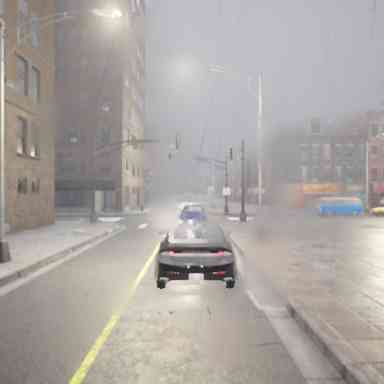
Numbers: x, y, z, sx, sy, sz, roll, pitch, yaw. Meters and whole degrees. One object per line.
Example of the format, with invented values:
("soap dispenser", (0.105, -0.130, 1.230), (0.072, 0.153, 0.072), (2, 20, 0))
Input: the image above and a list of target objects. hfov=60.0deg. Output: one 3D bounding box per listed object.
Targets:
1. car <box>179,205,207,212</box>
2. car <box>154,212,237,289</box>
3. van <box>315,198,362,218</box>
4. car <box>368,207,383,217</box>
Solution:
("car", (0.065, 1.599, 23.244), (1.812, 1.442, 4.674), (0, 0, 0))
("car", (0.082, 1.519, 9.193), (2.128, 1.511, 4.902), (0, 0, 0))
("van", (13.680, 1.434, 31.029), (3.998, 1.788, 1.690), (0, 0, 0))
("car", (19.122, 1.614, 31.030), (4.829, 1.417, 1.752), (0, 0, 0))
